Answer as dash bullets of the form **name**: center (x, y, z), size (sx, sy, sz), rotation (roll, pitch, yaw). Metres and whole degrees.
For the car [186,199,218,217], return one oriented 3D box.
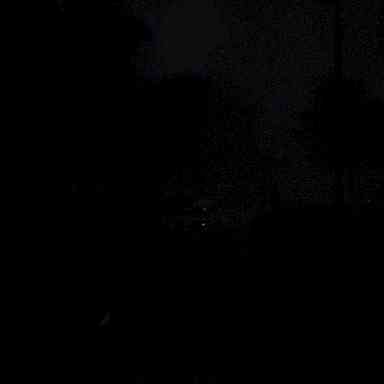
- **car**: center (0.972, 1.343, 30.001), size (1.882, 1.535, 5.008), rotation (-1, 0, 18)

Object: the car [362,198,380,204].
- **car**: center (42.377, 2.212, 78.671), size (4.892, 1.490, 1.837), rotation (3, -3, -30)
